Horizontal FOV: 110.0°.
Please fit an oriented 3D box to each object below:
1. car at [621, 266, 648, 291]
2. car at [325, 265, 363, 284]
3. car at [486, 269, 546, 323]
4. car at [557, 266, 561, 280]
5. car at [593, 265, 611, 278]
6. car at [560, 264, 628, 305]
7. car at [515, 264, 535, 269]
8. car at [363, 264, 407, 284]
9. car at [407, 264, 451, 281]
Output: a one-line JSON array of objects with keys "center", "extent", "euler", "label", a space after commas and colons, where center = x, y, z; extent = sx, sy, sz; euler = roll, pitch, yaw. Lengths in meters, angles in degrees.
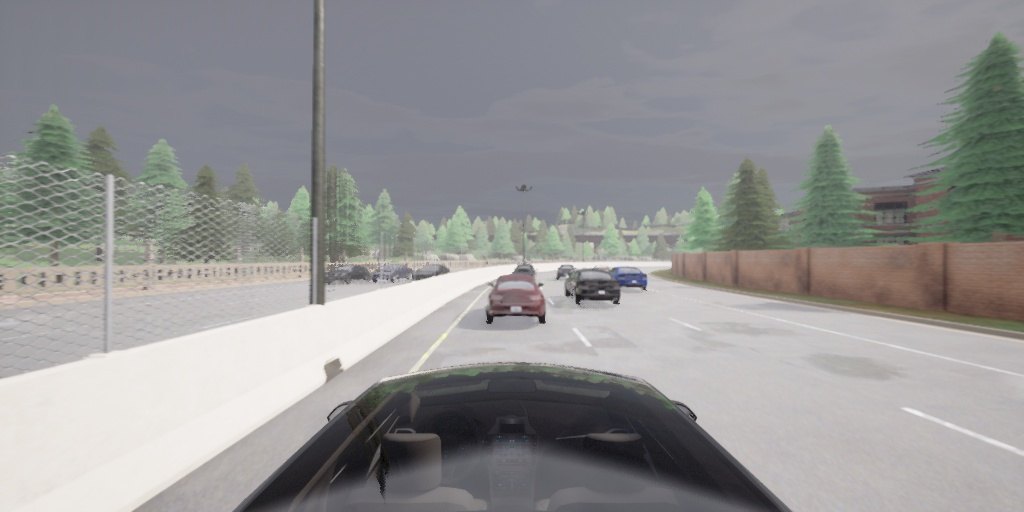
[{"center": [7.468, 1.409, 23.893], "extent": [1.882, 1.535, 5.008], "euler": [0, 0, 4], "label": "car"}, {"center": [-13.350, 1.435, 29.352], "extent": [1.812, 1.442, 4.674], "euler": [0, -1, 6], "label": "car"}, {"center": [0.129, 1.353, 12.412], "extent": [1.812, 1.442, 4.674], "euler": [0, 0, 0], "label": "car"}, {"center": [5.402, 1.532, 35.168], "extent": [1.812, 1.442, 4.674], "euler": [0, 0, 10], "label": "car"}, {"center": [10.175, 1.660, 40.532], "extent": [1.895, 1.301, 4.718], "euler": [0, 0, 14], "label": "car"}, {"center": [3.670, 1.349, 17.054], "extent": [1.882, 1.535, 5.008], "euler": [0, 0, 1], "label": "car"}, {"center": [1.202, 1.470, 31.161], "extent": [1.837, 1.490, 4.892], "euler": [0, 0, 7], "label": "car"}, {"center": [-9.799, 1.381, 29.736], "extent": [2.033, 1.411, 5.357], "euler": [0, 0, 6], "label": "car"}, {"center": [-6.356, 1.407, 28.970], "extent": [1.882, 1.535, 5.008], "euler": [0, -1, 6], "label": "car"}]
